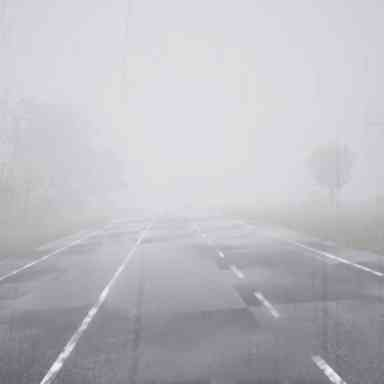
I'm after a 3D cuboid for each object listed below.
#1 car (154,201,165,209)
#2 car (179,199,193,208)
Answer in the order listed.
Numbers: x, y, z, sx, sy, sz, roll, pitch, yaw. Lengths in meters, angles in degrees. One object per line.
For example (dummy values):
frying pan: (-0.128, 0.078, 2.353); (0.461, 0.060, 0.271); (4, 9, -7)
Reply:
car: (-6.596, 2.600, 67.602); (2.128, 1.511, 4.902); (-3, -1, 3)
car: (-0.870, 2.282, 64.953); (2.128, 1.511, 4.902); (-3, -1, -4)
